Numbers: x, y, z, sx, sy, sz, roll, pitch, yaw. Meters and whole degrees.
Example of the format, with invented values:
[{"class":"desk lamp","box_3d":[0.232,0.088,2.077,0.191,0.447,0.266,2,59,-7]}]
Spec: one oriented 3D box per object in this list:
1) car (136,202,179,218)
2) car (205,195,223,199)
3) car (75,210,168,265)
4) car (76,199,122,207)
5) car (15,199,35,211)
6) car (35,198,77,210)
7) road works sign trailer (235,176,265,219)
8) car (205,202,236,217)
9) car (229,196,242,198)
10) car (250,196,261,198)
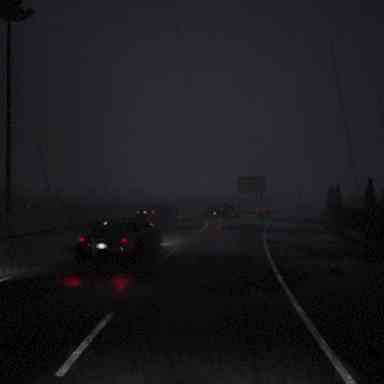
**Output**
[{"class":"car","box_3d":[-2.665,1.513,26.539,2.033,1.411,5.357,0,0,17]},{"class":"car","box_3d":[4.467,1.451,68.514,1.837,1.490,4.892,0,0,40]},{"class":"car","box_3d":[-2.352,1.545,11.656,1.994,1.385,4.181,0,0,8]},{"class":"car","box_3d":[-8.394,1.433,31.872,2.128,1.511,4.902,0,0,19]},{"class":"car","box_3d":[-15.287,1.395,33.318,1.882,1.535,5.008,0,0,19]},{"class":"car","box_3d":[-12.070,1.421,31.890,2.128,1.511,4.902,0,0,19]},{"class":"road works sign trailer","box_3d":[5.158,0.454,28.832,2.380,3.560,2.880,0,0,23]},{"class":"car","box_3d":[2.806,1.580,31.560,1.895,1.301,4.718,0,0,21]},{"class":"car","box_3d":[8.802,1.502,68.137,2.033,1.411,5.357,0,0,41]},{"class":"car","box_3d":[12.867,1.490,67.440,2.128,1.511,4.902,0,0,41]}]
